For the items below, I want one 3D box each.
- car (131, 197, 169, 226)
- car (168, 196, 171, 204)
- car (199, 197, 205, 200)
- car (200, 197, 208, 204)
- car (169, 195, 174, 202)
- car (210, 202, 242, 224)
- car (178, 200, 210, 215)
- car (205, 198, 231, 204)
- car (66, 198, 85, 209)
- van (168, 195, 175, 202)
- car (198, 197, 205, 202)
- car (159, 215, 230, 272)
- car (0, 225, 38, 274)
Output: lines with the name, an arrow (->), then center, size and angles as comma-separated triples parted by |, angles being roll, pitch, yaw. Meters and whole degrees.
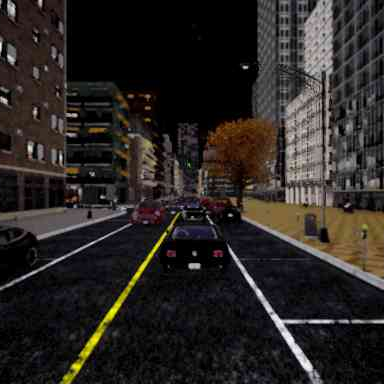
car -> -3.086, 1.457, 24.394 | 2.097, 1.767, 4.553 | 0, 0, 0
car -> -5.692, 1.843, 63.312 | 2.008, 1.369, 4.403 | 0, 0, 0
car -> 2.688, 1.837, 63.313 | 1.887, 1.381, 4.507 | 0, 0, 0
car -> 2.687, 1.878, 74.548 | 1.752, 1.417, 4.829 | 0, 0, 0
car -> -5.693, 1.903, 74.378 | 2.008, 1.369, 4.403 | 0, 0, 0
car -> 2.690, 1.675, 25.402 | 1.947, 1.339, 4.313 | 0, 0, 0
car -> 0.079, 1.604, 26.113 | 2.128, 1.511, 4.902 | 0, 0, 0
car -> 2.690, 1.449, 30.926 | 2.192, 1.841, 5.009 | 0, 0, 0
car -> -16.428, 1.535, 43.907 | 4.403, 1.369, 2.008 | 1, -1, -1
van -> -5.694, 1.789, 90.977 | 1.690, 1.788, 3.998 | 0, 0, 0
car -> 2.687, 2.029, 90.975 | 1.802, 1.307, 4.206 | 0, 0, 0
car -> 0.080, 1.646, 10.872 | 1.895, 1.301, 4.718 | 0, 0, 0
car -> -5.690, 1.603, 8.834 | 1.947, 1.339, 4.313 | 0, 0, 0
